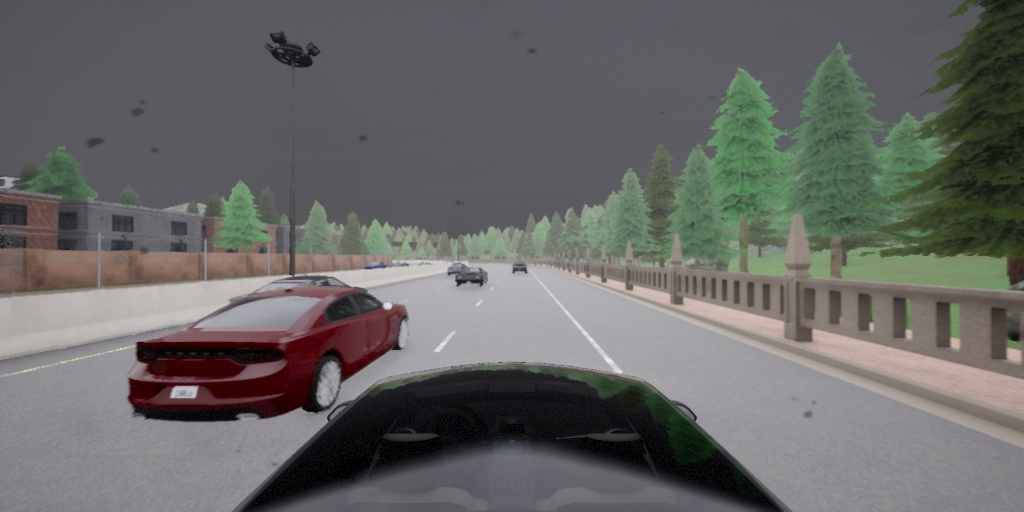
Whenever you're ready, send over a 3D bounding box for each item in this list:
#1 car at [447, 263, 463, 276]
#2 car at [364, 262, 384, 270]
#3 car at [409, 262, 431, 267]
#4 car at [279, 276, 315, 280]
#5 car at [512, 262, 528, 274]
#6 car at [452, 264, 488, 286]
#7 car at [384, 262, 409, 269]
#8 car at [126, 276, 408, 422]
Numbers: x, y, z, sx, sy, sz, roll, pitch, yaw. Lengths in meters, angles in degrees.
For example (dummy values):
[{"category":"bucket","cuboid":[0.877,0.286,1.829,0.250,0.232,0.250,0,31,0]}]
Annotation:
[{"category":"car","cuboid":[-6.101,1.539,40.949,2.033,1.411,5.357,0,0,1]},{"category":"car","cuboid":[-19.973,1.573,52.681,1.882,1.535,5.008,0,-1,1]},{"category":"car","cuboid":[-12.971,1.625,52.655,2.033,1.411,5.357,0,0,1]},{"category":"car","cuboid":[-6.677,1.370,11.886,2.033,1.411,5.357,0,0,1]},{"category":"car","cuboid":[1.031,1.518,47.599,1.837,1.490,4.892,0,-1,1]},{"category":"car","cuboid":[-2.885,1.502,26.600,1.895,1.301,4.718,0,0,1]},{"category":"car","cuboid":[-16.474,1.577,52.606,2.128,1.511,4.902,0,0,1]},{"category":"car","cuboid":[-3.290,1.260,6.129,1.882,1.535,5.008,0,0,1]}]
